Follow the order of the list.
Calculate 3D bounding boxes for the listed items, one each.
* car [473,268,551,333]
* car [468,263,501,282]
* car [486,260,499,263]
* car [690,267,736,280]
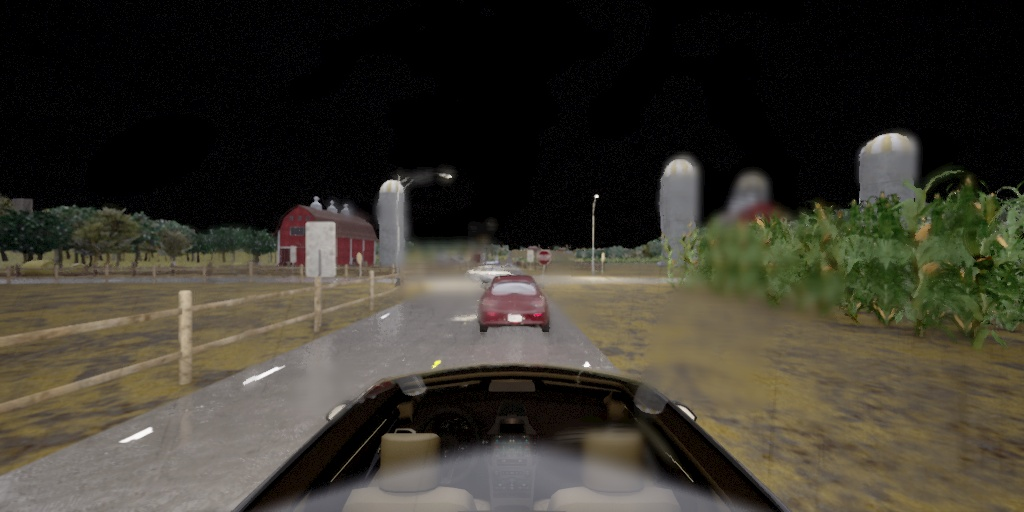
[{"bbox_3d":[0.053,1.263,10.552,1.812,1.442,4.674,0,0,-1],"label":"car"},{"bbox_3d":[-1.816,1.392,26.711,1.895,1.301,4.718,1,-1,-23],"label":"car"},{"bbox_3d":[-3.087,1.434,51.535,1.812,1.442,4.674,0,0,0],"label":"car"},{"bbox_3d":[18.692,1.469,32.840,4.181,1.385,1.994,1,1,0],"label":"car"}]
